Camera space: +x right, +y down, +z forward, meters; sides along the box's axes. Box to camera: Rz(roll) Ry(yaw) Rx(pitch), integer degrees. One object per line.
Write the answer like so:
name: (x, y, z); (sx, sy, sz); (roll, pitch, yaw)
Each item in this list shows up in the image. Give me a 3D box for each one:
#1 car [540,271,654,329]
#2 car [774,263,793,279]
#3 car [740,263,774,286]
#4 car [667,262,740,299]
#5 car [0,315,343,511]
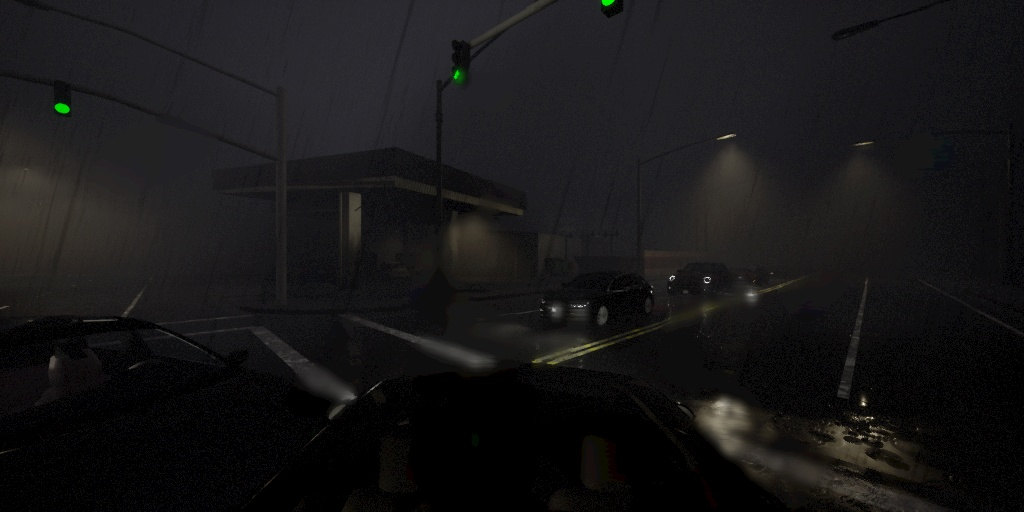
car: (2.900, 1.255, 11.543); (1.837, 1.490, 4.892); (0, 0, 45)
car: (23.833, 1.314, 32.319); (4.181, 1.385, 1.994); (0, 0, -44)
car: (16.688, 1.314, 25.277); (1.994, 1.385, 4.181); (0, 0, 44)
car: (9.750, 1.102, 18.378); (4.553, 1.767, 2.097); (0, 0, -45)
car: (-3.417, 1.242, 2.536); (4.902, 1.511, 2.128); (0, 0, 15)
